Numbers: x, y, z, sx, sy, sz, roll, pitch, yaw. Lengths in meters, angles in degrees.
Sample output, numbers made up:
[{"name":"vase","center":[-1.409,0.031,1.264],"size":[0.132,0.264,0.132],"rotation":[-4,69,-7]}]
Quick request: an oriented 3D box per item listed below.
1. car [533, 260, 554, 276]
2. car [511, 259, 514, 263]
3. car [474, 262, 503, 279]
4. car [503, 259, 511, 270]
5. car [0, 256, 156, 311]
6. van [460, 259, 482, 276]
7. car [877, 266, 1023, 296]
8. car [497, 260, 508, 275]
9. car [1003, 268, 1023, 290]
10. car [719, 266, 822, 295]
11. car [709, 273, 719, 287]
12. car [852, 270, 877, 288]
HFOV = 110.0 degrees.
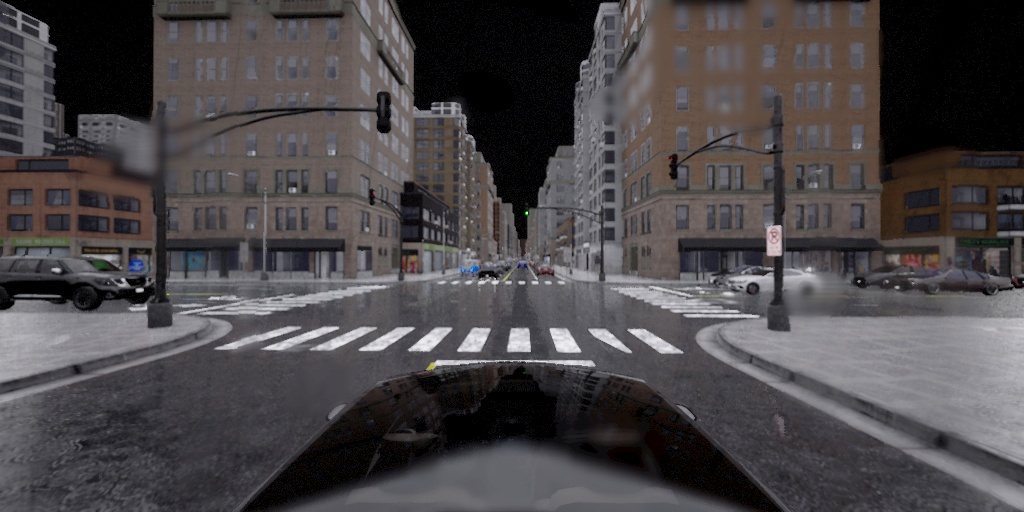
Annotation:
[{"name":"car","center":[3.698,1.433,40.557],"size":[1.967,1.591,4.097],"rotation":[0,0,2]},{"name":"car","center":[-1.298,1.504,64.217],"size":[2.097,1.767,4.553],"rotation":[0,0,2]},{"name":"car","center":[-2.243,1.558,35.509],"size":[1.895,1.301,4.718],"rotation":[0,0,2]},{"name":"car","center":[-1.643,1.436,54.233],"size":[2.097,1.767,4.553],"rotation":[0,0,2]},{"name":"car","center":[-17.705,1.025,14.393],"size":[5.566,2.045,2.150],"rotation":[0,0,0]},{"name":"van","center":[-4.824,1.333,40.817],"size":[1.690,1.789,3.998],"rotation":[0,0,2]},{"name":"car","center":[24.300,1.436,20.030],"size":[5.357,1.411,2.033],"rotation":[0,0,1]},{"name":"car","center":[-1.939,1.583,44.593],"size":[1.994,1.385,4.181],"rotation":[0,0,3]},{"name":"car","center":[34.981,1.490,22.999],"size":[4.181,1.385,1.994],"rotation":[0,0,2]},{"name":"car","center":[14.712,1.400,20.276],"size":[4.674,1.442,1.812],"rotation":[0,0,3]},{"name":"car","center":[15.579,1.386,23.506],"size":[4.902,1.511,2.128],"rotation":[0,0,2]},{"name":"car","center":[24.997,1.412,23.264],"size":[4.892,1.490,1.837],"rotation":[0,0,1]}]
